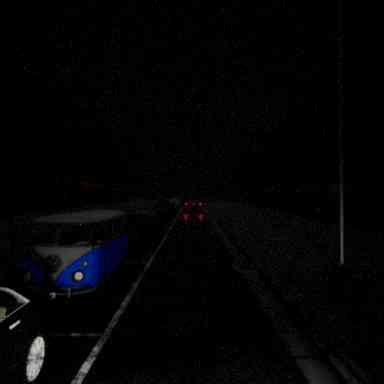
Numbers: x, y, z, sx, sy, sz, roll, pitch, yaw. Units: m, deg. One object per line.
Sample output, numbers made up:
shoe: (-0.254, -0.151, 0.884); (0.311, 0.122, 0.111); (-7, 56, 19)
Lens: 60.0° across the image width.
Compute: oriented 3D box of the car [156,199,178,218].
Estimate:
car: (-2.593, 1.574, 30.350); (1.947, 1.339, 4.313); (1, 0, 0)

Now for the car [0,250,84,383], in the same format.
car: (-2.627, 1.563, 2.642); (2.008, 1.369, 4.403); (1, 0, 0)

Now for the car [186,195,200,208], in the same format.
car: (0.155, 1.397, 50.946); (2.097, 1.767, 4.553); (0, 0, 0)

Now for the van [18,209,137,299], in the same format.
van: (-2.617, 1.368, 8.188); (1.690, 1.788, 3.998); (1, 0, 0)

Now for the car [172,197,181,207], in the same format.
car: (-2.581, 1.458, 41.430); (1.967, 1.590, 4.097); (1, 0, 0)

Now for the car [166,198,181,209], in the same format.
car: (-2.578, 1.556, 46.799); (1.752, 1.417, 4.829); (1, 0, 0)

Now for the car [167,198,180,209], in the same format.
car: (-2.589, 1.592, 35.891); (1.802, 1.307, 4.206); (1, 0, 0)

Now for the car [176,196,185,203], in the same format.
car: (-2.550, 1.711, 74.670); (2.008, 1.369, 4.403); (1, 0, 0)

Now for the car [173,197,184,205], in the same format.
car: (-2.562, 1.670, 63.588); (1.947, 1.339, 4.313); (1, 0, 0)

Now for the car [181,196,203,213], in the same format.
car: (0.143, 1.364, 38.004); (2.097, 1.767, 4.553); (0, 0, 0)

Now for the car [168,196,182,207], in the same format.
car: (-2.571, 1.491, 52.508); (1.967, 1.590, 4.097); (1, 0, 0)

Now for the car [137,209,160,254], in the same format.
car: (-2.612, 1.594, 13.733); (1.947, 1.339, 4.313); (1, 0, 0)

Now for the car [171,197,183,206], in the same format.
car: (-2.567, 1.626, 58.048); (2.008, 1.369, 4.403); (1, 0, 0)

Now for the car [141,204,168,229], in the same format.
car: (-2.604, 1.602, 19.273); (1.802, 1.307, 4.206); (1, 0, 0)

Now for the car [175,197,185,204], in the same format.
car: (-2.555, 1.677, 69.129); (1.887, 1.381, 4.507); (1, 0, 0)
